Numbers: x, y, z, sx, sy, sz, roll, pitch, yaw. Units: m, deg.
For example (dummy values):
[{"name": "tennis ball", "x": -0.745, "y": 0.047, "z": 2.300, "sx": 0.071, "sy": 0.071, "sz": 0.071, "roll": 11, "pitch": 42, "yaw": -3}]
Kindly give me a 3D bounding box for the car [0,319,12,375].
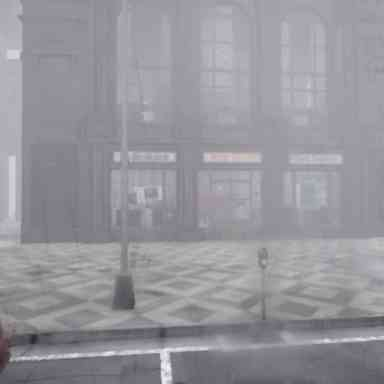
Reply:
[{"name": "car", "x": -4.128, "y": 1.672, "z": 3.285, "sx": 4.206, "sy": 1.307, "sz": 1.802, "roll": 0, "pitch": -1, "yaw": -7}]
